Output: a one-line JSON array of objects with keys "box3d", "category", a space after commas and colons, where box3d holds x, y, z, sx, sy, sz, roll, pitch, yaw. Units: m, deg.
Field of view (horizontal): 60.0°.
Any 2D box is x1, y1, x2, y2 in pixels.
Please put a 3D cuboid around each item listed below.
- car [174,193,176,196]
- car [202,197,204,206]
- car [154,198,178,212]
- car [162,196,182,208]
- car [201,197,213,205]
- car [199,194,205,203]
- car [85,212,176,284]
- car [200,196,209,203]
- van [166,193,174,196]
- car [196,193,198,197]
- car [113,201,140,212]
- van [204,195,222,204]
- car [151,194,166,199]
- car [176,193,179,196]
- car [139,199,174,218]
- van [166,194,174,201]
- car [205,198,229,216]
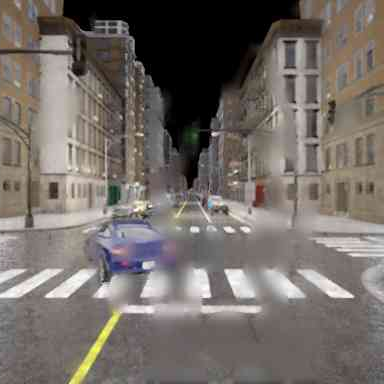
[{"box3d": [-5.430, 1.335, 75.985, 2.192, 1.841, 5.009, 0, 0, 0], "category": "car"}, {"box3d": [2.645, 1.592, 43.548, 1.802, 1.307, 4.206, 0, 0, 0], "category": "car"}, {"box3d": [-2.848, 1.610, 36.480, 1.895, 1.301, 4.718, 0, 0, 0], "category": "car"}, {"box3d": [-2.840, 1.575, 46.451, 1.994, 1.385, 4.181, 0, 0, 0], "category": "car"}, {"box3d": [2.650, 1.581, 59.767, 1.947, 1.339, 4.313, 0, 0, 0], "category": "car"}, {"box3d": [2.649, 1.328, 54.361, 2.192, 1.841, 5.009, 0, 0, 0], "category": "car"}, {"box3d": [-1.929, 1.521, 9.686, 1.812, 1.442, 4.674, 0, 0, -25], "category": "car"}, {"box3d": [2.654, 1.544, 70.749, 1.752, 1.417, 4.829, 0, 0, 0], "category": "car"}, {"box3d": [-5.425, 1.359, 70.578, 1.690, 1.788, 3.998, 0, 0, 0], "category": "van"}, {"box3d": [2.659, 1.567, 86.798, 1.887, 1.381, 4.507, 0, 0, 0], "category": "car"}, {"box3d": [-5.387, 1.558, 27.329, 2.008, 1.369, 4.403, 0, 0, 0], "category": "car"}, {"box3d": [2.644, 1.350, 38.142, 1.690, 1.788, 3.998, 0, 0, 0], "category": "van"}, {"box3d": [-5.406, 1.452, 48.954, 1.967, 1.590, 4.097, 0, 0, 0], "category": "car"}, {"box3d": [-5.444, 1.575, 92.204, 2.008, 1.369, 4.403, 0, 0, 0], "category": "car"}, {"box3d": [-2.858, 1.571, 27.665, 1.994, 1.385, 4.181, 0, 0, 0], "category": "car"}, {"box3d": [-5.435, 1.362, 81.391, 1.690, 1.788, 3.998, 0, 0, 0], "category": "van"}, {"box3d": [2.642, 1.559, 32.736, 2.008, 1.369, 4.403, 0, 0, 0], "category": "car"}]
